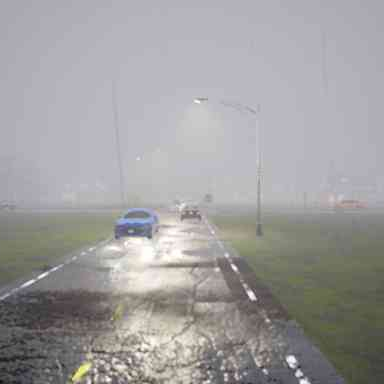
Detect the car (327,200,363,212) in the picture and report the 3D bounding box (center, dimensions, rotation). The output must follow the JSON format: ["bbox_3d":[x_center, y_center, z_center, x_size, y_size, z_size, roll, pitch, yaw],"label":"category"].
[{"bbox_3d":[21.872,1.876,47.752,4.553,1.767,2.097,0,0,0],"label":"car"}]

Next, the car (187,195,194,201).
[{"bbox_3d":[-0.532,2.377,92.271,2.033,1.411,5.357,0,0,0],"label":"car"}]

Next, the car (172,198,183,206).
[{"bbox_3d":[-3.148,2.141,68.895,1.837,1.490,4.892,0,0,0],"label":"car"}]

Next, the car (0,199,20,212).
[{"bbox_3d":[-25.854,1.862,44.895,4.892,1.490,1.837,0,0,0],"label":"car"}]

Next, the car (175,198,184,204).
[{"bbox_3d":[-3.236,2.301,84.193,2.128,1.511,4.902,0,-1,0],"label":"car"}]

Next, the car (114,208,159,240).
[{"bbox_3d":[-2.949,1.655,18.467,1.882,1.535,5.008,0,-1,0],"label":"car"}]

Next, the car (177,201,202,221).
[{"bbox_3d":[-0.085,1.834,30.138,2.033,1.411,5.357,0,-1,0],"label":"car"}]
